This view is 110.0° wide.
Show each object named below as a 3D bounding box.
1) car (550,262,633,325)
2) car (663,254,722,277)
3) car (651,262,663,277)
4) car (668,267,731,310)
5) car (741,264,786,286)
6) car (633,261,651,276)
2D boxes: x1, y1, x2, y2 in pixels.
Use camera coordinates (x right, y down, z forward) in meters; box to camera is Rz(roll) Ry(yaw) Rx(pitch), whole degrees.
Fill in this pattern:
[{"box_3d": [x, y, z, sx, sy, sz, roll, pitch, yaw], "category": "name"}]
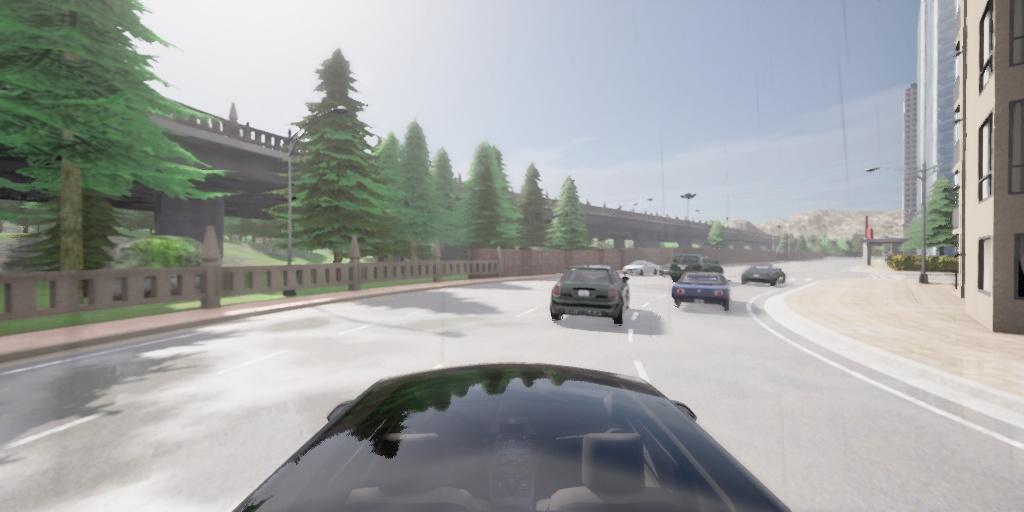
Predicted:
[{"box_3d": [2.771, 1.057, 12.043, 2.097, 1.767, 4.553, 1, 1, 21], "category": "car"}, {"box_3d": [13.244, 0.896, 25.672, 5.566, 2.045, 2.150, 0, 0, -45], "category": "car"}, {"box_3d": [14.964, 1.146, 32.375, 4.902, 1.511, 2.128, 0, 0, -44], "category": "car"}, {"box_3d": [7.831, 1.312, 14.600, 1.895, 1.301, 4.718, 0, 0, 32], "category": "car"}, {"box_3d": [17.411, 1.250, 24.808, 4.181, 1.385, 1.994, 0, 0, -44], "category": "car"}, {"box_3d": [12.524, 1.165, 34.885, 4.674, 1.442, 1.812, 0, 0, -44], "category": "car"}]
